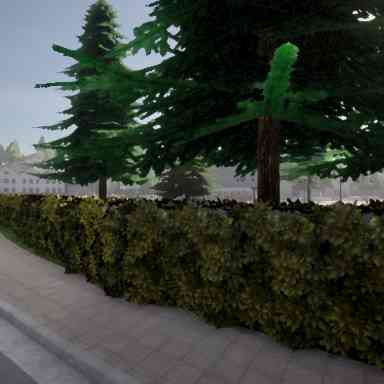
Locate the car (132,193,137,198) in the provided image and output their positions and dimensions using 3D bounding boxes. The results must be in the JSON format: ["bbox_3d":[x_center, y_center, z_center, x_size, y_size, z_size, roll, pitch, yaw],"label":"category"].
[{"bbox_3d":[-10.858,1.108,77.808,4.605,1.855,1.932,0,0,-36],"label":"car"}]

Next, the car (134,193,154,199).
[{"bbox_3d":[-7.924,1.392,60.720,3.806,1.475,1.970,0,0,-36],"label":"car"}]

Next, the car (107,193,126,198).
[{"bbox_3d":[-20.331,1.167,90.335,5.027,1.636,2.152,0,0,-36],"label":"car"}]

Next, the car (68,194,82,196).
[{"bbox_3d":[-23.842,1.330,64.076,3.633,1.501,1.845,0,0,-36],"label":"car"}]

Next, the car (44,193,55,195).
[{"bbox_3d":[-36.294,1.112,82.770,4.605,1.855,1.932,0,0,-36],"label":"car"}]
